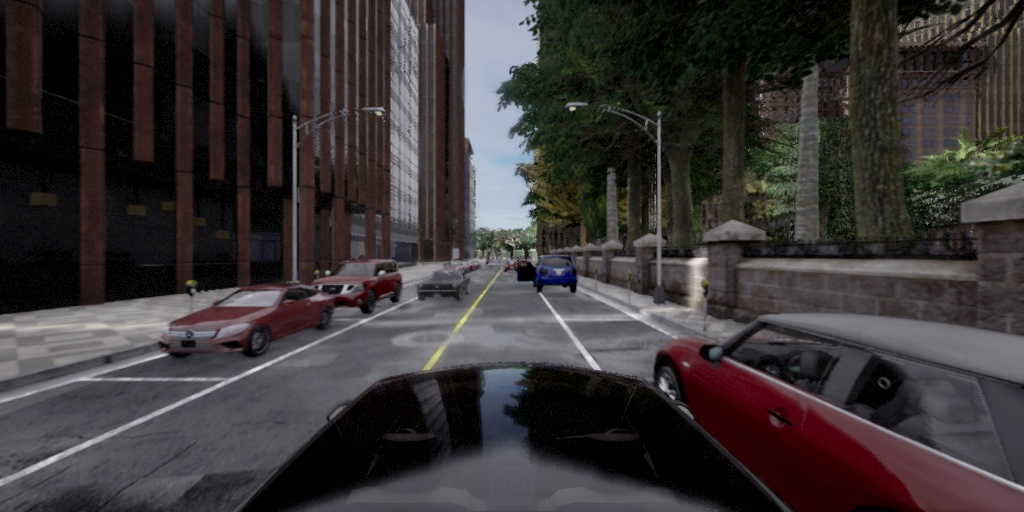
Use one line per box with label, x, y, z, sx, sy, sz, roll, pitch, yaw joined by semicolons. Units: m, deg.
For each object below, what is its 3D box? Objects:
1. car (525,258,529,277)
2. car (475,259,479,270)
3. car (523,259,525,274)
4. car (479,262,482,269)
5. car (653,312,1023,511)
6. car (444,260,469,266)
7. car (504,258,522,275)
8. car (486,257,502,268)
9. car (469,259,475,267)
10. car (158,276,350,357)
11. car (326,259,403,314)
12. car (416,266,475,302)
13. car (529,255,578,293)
car;2.758;1.250;41.391;1.751;1.417;4.829;0;0;0
car;-5.768;1.268;46.674;1.888;1.381;4.507;0;0;0
car;2.757;1.289;46.678;1.948;1.339;4.313;0;0;0
car;-5.769;1.161;52.131;1.967;1.591;4.097;0;0;0
car;2.763;1.189;3.026;1.967;1.591;4.097;0;0;0
car;-5.767;1.167;35.760;1.967;1.591;4.097;0;0;0
car;0.040;1.249;44.309;1.812;1.442;4.674;0;0;1
car;-3.008;1.327;59.764;1.895;1.301;4.718;0;0;0
car;-5.768;1.275;41.217;2.007;1.370;4.403;0;0;0
car;-5.763;1.325;8.476;1.802;1.307;4.207;0;0;0
car;-5.764;1.053;13.932;2.192;1.841;5.009;0;0;0
car;-3.102;1.337;17.099;1.895;1.301;4.718;0;0;0
car;2.392;0.955;20.972;2.150;2.045;5.566;0;0;0
